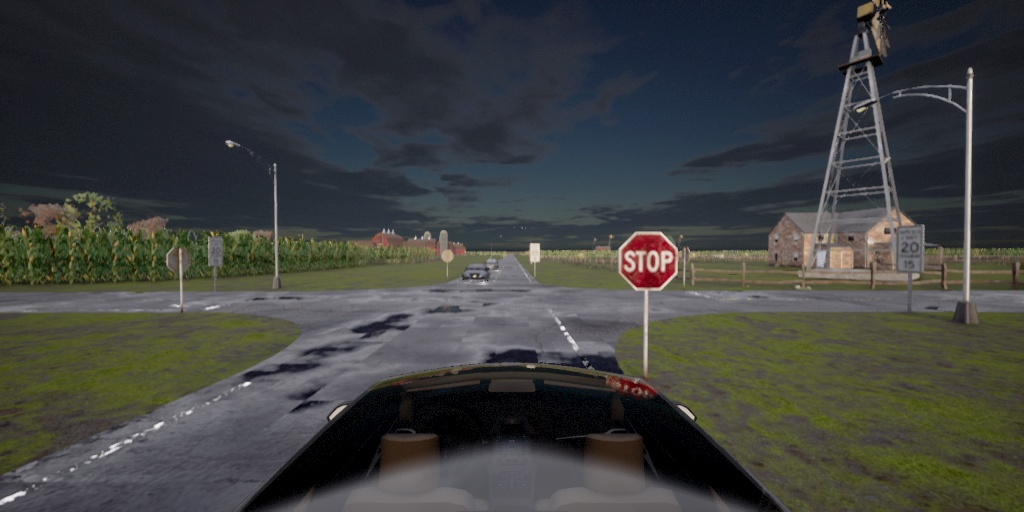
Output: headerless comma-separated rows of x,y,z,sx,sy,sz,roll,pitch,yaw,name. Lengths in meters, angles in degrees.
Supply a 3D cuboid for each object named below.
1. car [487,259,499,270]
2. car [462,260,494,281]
-2.722,1.097,48.338,1.812,1.442,4.674,0,0,0,car
-2.735,1.248,28.251,1.994,1.385,4.181,0,1,0,car
